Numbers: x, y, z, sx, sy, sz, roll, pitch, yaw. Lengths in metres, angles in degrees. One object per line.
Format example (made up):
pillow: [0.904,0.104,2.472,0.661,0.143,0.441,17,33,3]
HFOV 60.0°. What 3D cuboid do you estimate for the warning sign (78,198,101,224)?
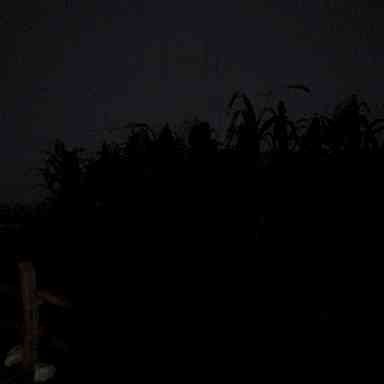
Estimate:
warning sign: [-7.508,1.364,24.388,1.300,1.860,1.060,0,0,35]
